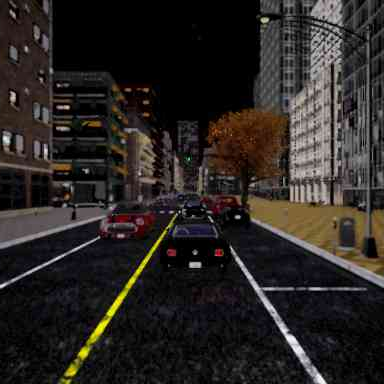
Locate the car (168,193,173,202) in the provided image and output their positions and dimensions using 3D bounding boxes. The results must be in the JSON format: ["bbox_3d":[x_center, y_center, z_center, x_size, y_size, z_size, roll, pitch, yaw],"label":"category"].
[{"bbox_3d":[-5.666,1.410,70.681,2.008,1.369,4.403,0,0,0],"label":"car"}]

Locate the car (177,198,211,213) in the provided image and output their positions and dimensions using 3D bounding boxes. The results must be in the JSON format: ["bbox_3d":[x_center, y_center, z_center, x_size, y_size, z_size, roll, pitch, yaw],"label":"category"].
[{"bbox_3d":[0.097,1.430,25.130,2.128,1.511,4.902,0,0,0],"label":"car"}]

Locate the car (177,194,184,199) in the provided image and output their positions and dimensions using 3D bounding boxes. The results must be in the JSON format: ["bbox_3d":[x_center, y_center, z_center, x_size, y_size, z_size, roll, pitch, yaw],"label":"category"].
[{"bbox_3d":[-2.971,1.354,88.878,1.812,1.442,4.674,0,0,0],"label":"car"}]

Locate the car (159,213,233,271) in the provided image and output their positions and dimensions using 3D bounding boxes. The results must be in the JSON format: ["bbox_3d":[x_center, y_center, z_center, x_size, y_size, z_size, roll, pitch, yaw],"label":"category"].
[{"bbox_3d":[0.095,1.573,10.728,1.895,1.301,4.718,0,0,0],"label":"car"}]

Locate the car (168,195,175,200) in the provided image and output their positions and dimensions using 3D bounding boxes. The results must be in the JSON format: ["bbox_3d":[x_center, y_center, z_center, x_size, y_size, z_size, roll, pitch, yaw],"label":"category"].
[{"bbox_3d":[-5.659,1.419,92.811,1.802,1.307,4.206,0,0,0],"label":"car"}]

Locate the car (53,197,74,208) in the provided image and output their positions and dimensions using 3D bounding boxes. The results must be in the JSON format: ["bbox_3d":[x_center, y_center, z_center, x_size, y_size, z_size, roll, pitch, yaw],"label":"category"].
[{"bbox_3d":[-16.412,1.248,40.212,4.403,1.369,2.008,1,-1,-1],"label":"car"}]

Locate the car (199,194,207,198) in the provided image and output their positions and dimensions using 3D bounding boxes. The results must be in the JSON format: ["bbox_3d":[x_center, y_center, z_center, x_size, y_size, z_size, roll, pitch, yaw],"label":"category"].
[{"bbox_3d":[2.711,1.418,59.613,1.887,1.381,4.507,0,0,0],"label":"car"}]

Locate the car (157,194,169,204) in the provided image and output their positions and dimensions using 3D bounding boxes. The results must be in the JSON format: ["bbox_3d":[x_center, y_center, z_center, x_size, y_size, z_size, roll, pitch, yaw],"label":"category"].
[{"bbox_3d":[-5.669,1.424,59.615,2.008,1.369,4.403,0,0,0],"label":"car"}]

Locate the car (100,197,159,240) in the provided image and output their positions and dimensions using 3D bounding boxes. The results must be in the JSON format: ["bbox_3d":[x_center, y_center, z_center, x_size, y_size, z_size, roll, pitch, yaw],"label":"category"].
[{"bbox_3d":[-3.087,1.310,16.672,2.097,1.767,4.553,0,0,0],"label":"car"}]

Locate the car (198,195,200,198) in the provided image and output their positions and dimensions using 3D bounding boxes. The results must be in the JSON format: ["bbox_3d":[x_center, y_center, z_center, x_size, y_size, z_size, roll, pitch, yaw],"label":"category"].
[{"bbox_3d":[2.714,1.384,70.848,1.752,1.417,4.829,0,0,0],"label":"car"}]

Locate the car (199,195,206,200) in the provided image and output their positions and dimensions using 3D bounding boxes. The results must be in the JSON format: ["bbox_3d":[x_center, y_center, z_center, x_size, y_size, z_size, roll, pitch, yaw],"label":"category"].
[{"bbox_3d":[2.719,1.423,87.275,1.802,1.307,4.206,0,0,0],"label":"car"}]

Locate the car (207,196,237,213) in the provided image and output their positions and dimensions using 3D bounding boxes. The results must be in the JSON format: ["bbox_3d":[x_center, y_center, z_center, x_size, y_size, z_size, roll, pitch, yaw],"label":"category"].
[{"bbox_3d":[2.702,1.249,27.224,2.192,1.841,5.009,0,0,0],"label":"car"}]

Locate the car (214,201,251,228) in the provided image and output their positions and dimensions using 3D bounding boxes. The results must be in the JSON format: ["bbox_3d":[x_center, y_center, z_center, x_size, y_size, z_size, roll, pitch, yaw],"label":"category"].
[{"bbox_3d":[2.700,1.513,21.701,1.947,1.339,4.313,0,0,0],"label":"car"}]

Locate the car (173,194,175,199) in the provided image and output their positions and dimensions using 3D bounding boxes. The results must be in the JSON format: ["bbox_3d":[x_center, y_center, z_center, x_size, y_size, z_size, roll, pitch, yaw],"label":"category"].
[{"bbox_3d":[-5.663,1.287,81.746,1.967,1.590,4.097,0,0,0],"label":"car"}]

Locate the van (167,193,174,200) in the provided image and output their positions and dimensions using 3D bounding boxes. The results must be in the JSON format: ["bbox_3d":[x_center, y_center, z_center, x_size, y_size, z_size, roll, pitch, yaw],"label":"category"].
[{"bbox_3d":[-5.661,1.183,87.279,1.690,1.788,3.998,0,0,0],"label":"van"}]
